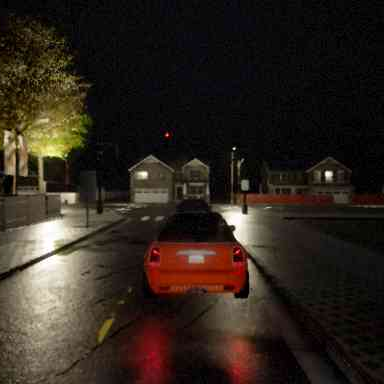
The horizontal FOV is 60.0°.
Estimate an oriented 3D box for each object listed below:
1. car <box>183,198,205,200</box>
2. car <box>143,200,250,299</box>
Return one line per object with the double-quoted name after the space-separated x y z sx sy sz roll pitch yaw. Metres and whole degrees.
0.096 1.130 18.267 2.097 1.767 4.553 0 1 1 "car"
0.083 1.249 8.360 2.097 1.767 4.553 0 1 0 "car"
